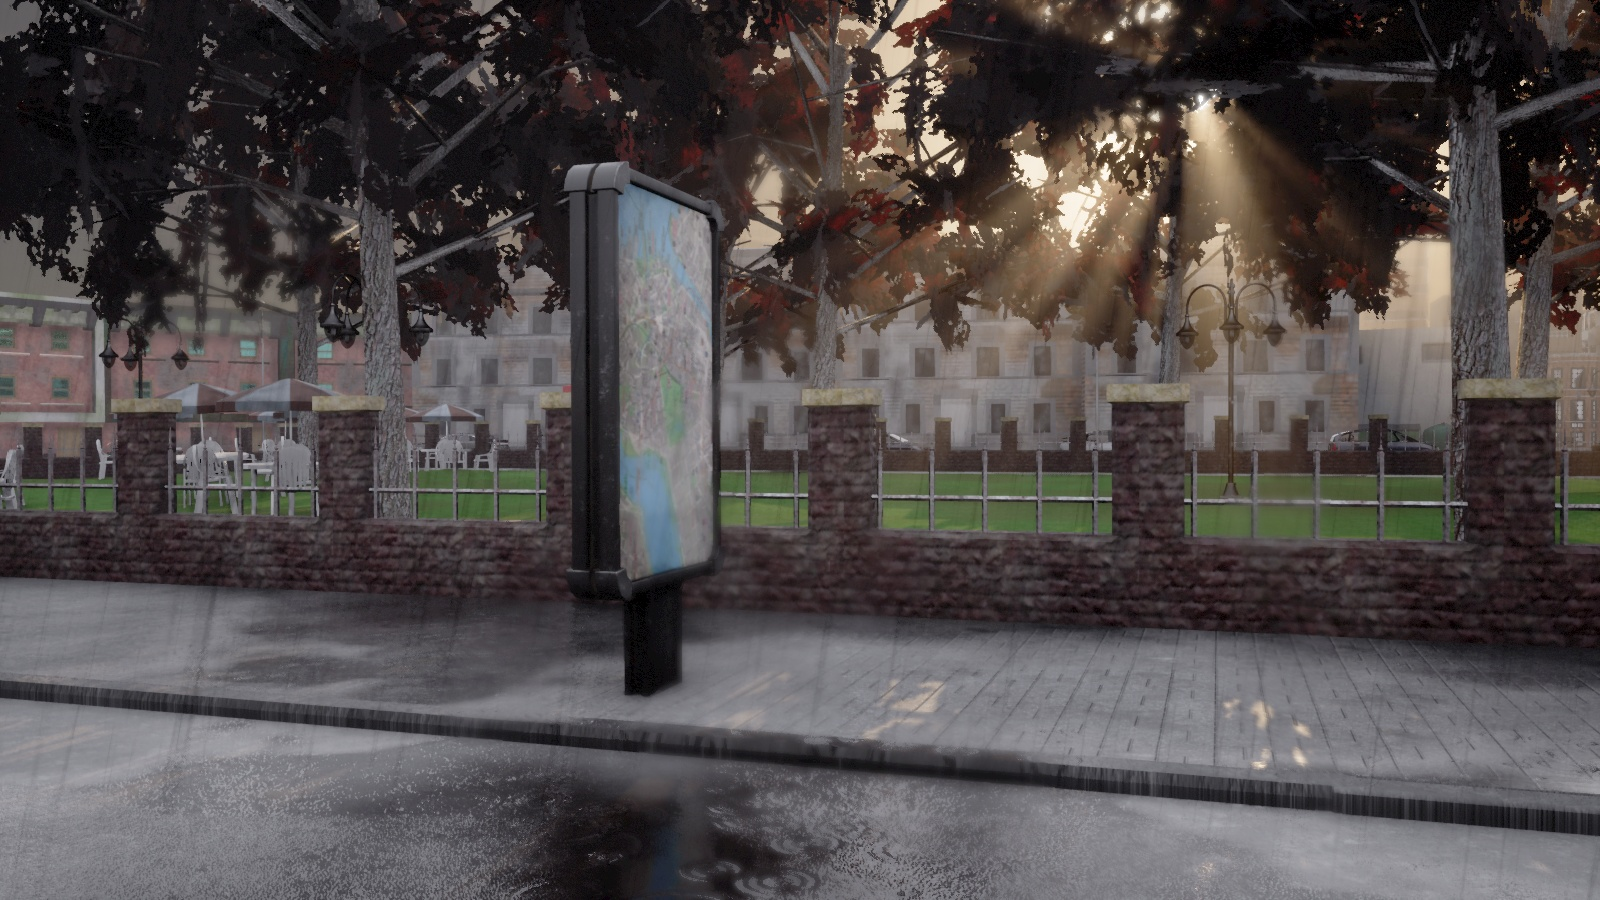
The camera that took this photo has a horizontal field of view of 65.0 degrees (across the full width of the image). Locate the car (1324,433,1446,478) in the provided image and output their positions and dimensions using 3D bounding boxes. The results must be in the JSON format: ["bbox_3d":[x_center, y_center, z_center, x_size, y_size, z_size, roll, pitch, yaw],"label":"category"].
[{"bbox_3d":[20.685,0.169,44.551,3.705,1.549,1.789,0,1,18],"label":"car"}]

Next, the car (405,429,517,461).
[{"bbox_3d":[-16.470,-0.257,61.082,4.902,1.511,2.128,0,1,18],"label":"car"}]

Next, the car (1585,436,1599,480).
[{"bbox_3d":[28.829,0.278,41.844,4.193,1.474,1.816,1,1,18],"label":"car"}]

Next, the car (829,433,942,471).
[{"bbox_3d":[3.440,0.048,50.274,4.193,1.474,1.816,1,1,18],"label":"car"}]

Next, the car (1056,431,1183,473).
[{"bbox_3d":[12.073,0.060,47.409,4.514,1.525,2.007,1,1,18],"label":"car"}]
